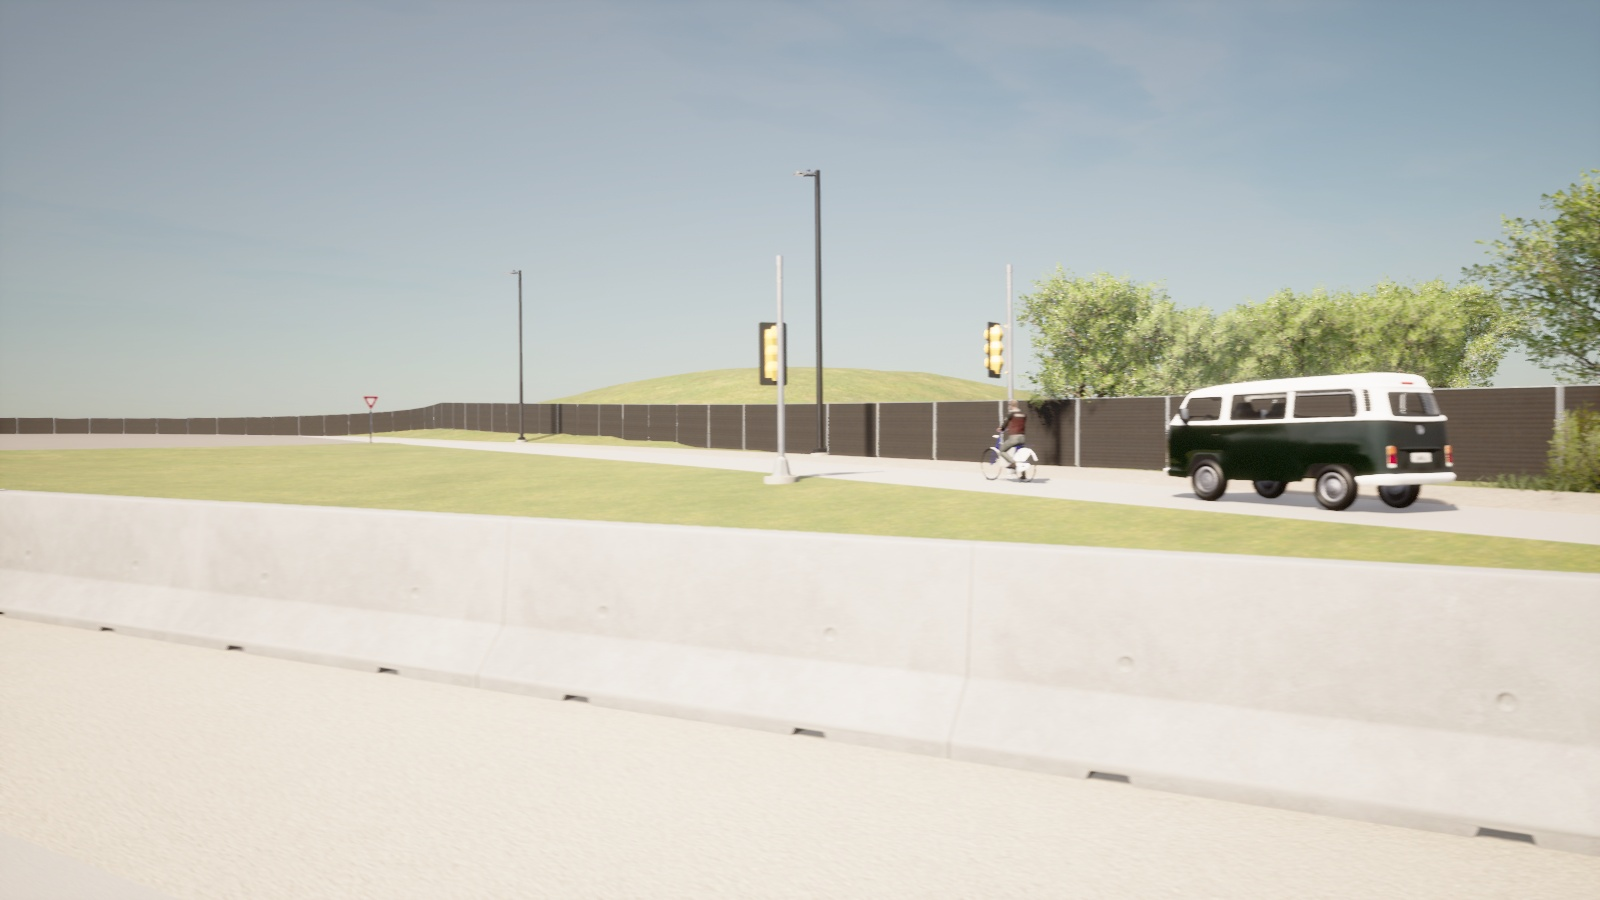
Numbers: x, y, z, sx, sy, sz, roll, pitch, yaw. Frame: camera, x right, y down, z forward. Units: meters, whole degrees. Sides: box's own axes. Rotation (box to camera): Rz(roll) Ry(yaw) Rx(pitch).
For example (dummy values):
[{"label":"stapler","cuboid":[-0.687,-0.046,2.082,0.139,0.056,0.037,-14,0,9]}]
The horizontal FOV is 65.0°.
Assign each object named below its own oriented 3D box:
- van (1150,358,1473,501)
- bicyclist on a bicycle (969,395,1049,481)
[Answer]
[{"label":"van","cuboid":[8.087,-0.298,20.307,2.069,2.038,4.480,-2,0,-30]},{"label":"bicyclist on a bicycle","cuboid":[4.442,-0.267,26.760,0.659,1.776,1.843,-2,2,-29]}]
